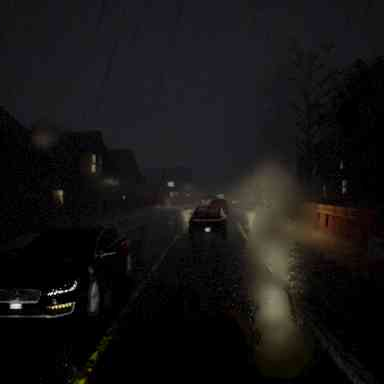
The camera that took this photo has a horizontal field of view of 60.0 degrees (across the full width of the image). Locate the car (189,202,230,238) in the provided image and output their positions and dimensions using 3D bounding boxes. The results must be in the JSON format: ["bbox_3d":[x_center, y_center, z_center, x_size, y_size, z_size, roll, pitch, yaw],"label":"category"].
[{"bbox_3d":[0.898,1.494,17.536,2.128,1.511,4.902,0,0,4],"label":"car"}]

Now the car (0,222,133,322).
[{"bbox_3d":[-2.634,1.511,7.563,1.837,1.490,4.892,0,0,2],"label":"car"}]

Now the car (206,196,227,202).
[{"bbox_3d":[2.905,1.453,34.959,1.882,1.535,5.008,0,0,8],"label":"car"}]

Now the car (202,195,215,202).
[{"bbox_3d":[2.863,1.306,50.745,2.097,1.767,4.553,0,0,13],"label":"car"}]
